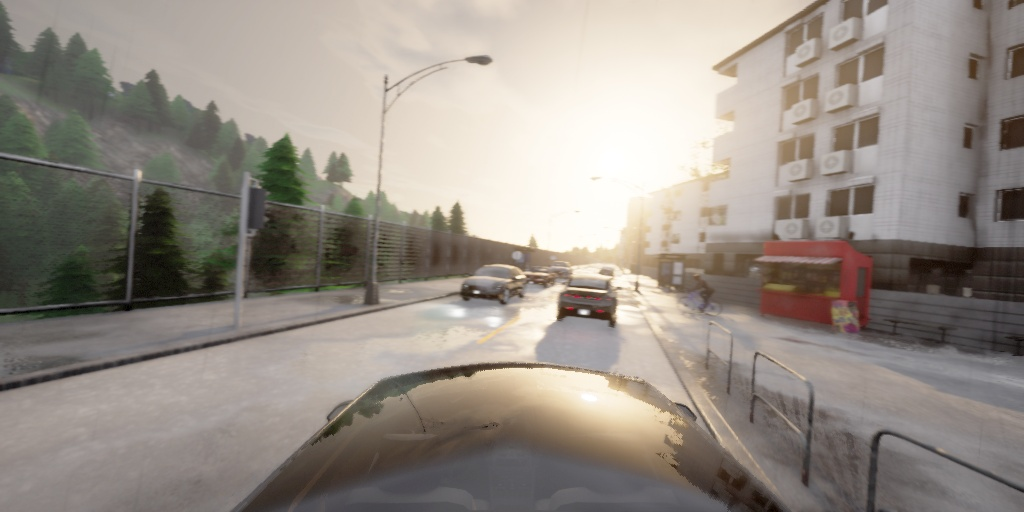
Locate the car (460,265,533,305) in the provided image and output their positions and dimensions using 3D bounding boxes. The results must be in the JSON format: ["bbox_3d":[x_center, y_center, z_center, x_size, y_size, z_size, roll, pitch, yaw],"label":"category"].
[{"bbox_3d":[-0.666,1.162,15.894,1.837,1.490,4.892,4,0,16],"label":"car"}]

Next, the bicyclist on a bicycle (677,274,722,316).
[{"bbox_3d":[7.497,1.557,14.300,1.656,1.620,0.582,5,0,16],"label":"bicyclist on a bicycle"}]

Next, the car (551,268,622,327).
[{"bbox_3d":[2.753,1.402,12.640,1.837,1.490,4.892,4,0,16],"label":"car"}]

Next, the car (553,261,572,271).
[{"bbox_3d":[4.658,1.304,34.702,2.097,1.767,4.553,4,0,16],"label":"car"}]

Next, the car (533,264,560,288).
[{"bbox_3d":[1.838,1.397,24.803,1.895,1.301,4.718,4,0,16],"label":"car"}]

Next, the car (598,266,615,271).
[{"bbox_3d":[11.531,1.909,43.783,1.812,1.442,4.674,4,0,16],"label":"car"}]
